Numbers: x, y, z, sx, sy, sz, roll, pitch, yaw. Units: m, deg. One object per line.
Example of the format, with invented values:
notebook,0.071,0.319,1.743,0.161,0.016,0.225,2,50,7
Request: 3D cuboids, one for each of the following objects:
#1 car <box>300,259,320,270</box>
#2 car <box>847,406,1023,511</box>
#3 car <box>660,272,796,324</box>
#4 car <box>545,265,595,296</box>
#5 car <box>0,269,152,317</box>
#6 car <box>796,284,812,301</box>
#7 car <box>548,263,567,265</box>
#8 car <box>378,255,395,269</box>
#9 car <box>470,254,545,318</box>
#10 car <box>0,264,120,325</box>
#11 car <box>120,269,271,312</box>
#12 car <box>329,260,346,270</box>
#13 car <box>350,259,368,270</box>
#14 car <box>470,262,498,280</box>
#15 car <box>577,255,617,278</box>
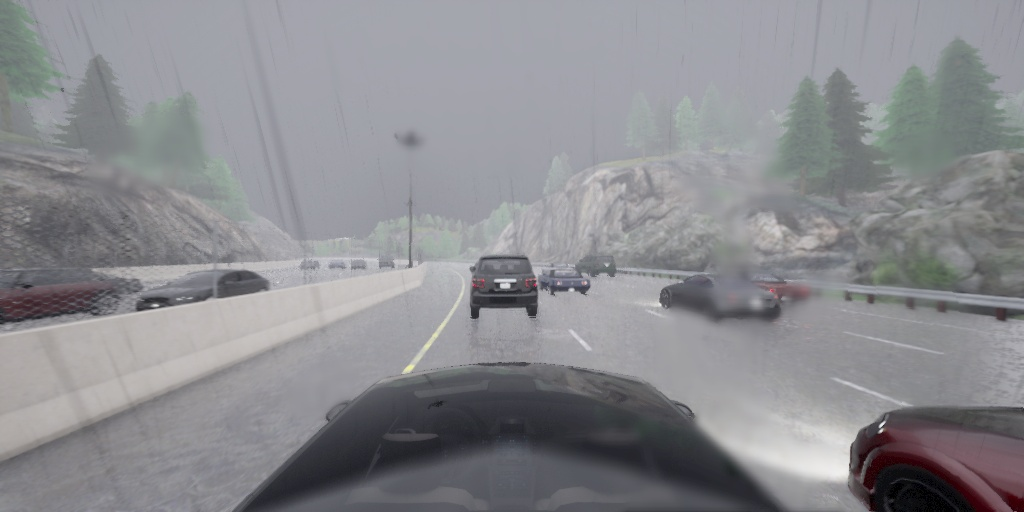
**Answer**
car,-29.415,1.241,52.406,2.128,1.511,4.902,0,0,-18
car,3.503,1.307,0.918,1.994,1.385,4.181,0,0,0
car,6.676,1.285,11.963,1.994,1.385,4.181,0,0,-3
car,2.631,1.322,19.278,1.895,1.301,4.718,0,0,-5
car,-18.197,1.322,14.557,2.033,1.411,5.357,0,0,-5
car,9.984,1.310,15.459,1.895,1.301,4.718,0,0,-4
car,4.184,1.299,33.743,1.895,1.301,4.718,0,0,-10
car,-19.118,0.943,54.741,2.150,2.045,5.566,0,0,-17
car,-0.371,0.958,13.154,2.150,2.045,5.566,0,0,-4
car,-14.447,1.124,10.309,2.097,1.767,4.553,0,0,-3
car,-11.130,1.265,13.425,1.837,1.490,4.892,0,0,-5
car,-26.292,1.267,54.061,1.812,1.442,4.674,0,0,-18
car,-21.554,1.240,50.619,1.837,1.490,4.892,0,0,-17
car,-2.561,1.264,31.791,2.033,1.411,5.357,0,0,-10
car,7.764,0.912,33.575,2.150,2.045,5.566,0,0,-10
